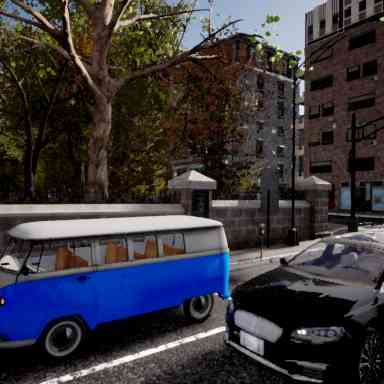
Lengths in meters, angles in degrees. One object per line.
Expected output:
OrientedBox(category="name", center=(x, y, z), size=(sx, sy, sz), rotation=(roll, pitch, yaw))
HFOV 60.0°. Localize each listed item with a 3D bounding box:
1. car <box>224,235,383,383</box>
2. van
OrientedBox(category="car", center=(2.691, 1.494, 5.290), size=(4.902, 1.511, 2.128), rotation=(0, 0, -35))
OrientedBox(category="van", center=(-1.203, 1.342, 5.644), size=(3.998, 1.788, 1.690), rotation=(0, 1, -36))
